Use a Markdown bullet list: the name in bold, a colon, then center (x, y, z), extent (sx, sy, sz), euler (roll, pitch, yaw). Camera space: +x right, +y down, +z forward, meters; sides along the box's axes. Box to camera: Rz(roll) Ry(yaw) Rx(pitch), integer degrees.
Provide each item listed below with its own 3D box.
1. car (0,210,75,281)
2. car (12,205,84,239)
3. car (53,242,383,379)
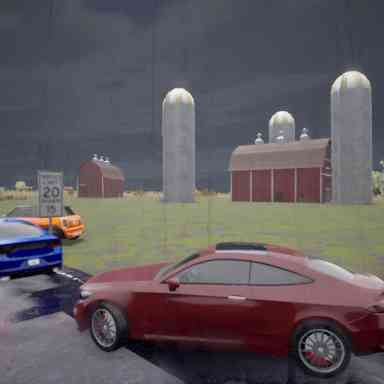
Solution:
- **car**: center (-5.522, 1.481, 9.367), extent (5.008, 1.535, 1.882), euler (0, 0, 42)
- **car**: center (-7.348, 1.369, 15.000), extent (4.553, 1.767, 2.097), euler (0, 0, 5)
- **car**: center (0.507, 1.531, 5.159), extent (4.674, 1.442, 1.812), euler (0, 0, 13)
